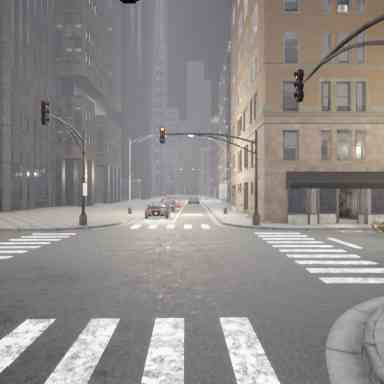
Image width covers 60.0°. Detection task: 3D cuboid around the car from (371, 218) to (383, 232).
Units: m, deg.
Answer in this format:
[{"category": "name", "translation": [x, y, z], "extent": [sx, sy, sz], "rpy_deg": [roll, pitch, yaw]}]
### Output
[{"category": "car", "translation": [12.186, 1.519, 17.717], "extent": [4.829, 1.417, 1.752], "rpy_deg": [0, 0, -1]}]

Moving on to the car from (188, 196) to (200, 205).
[{"category": "car", "translation": [0.340, 1.569, 59.943], "extent": [1.994, 1.385, 4.181], "rpy_deg": [0, 0, 0]}]

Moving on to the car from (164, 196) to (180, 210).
[{"category": "car", "translation": [-2.932, 1.505, 39.268], "extent": [2.128, 1.511, 4.902], "rpy_deg": [0, 0, 0]}]

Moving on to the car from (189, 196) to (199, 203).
[{"category": "car", "translation": [0.376, 1.545, 69.892], "extent": [1.994, 1.385, 4.181], "rpy_deg": [0, 0, 0]}]

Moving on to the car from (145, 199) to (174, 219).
[{"category": "car", "translation": [-2.978, 1.573, 29.414], "extent": [1.994, 1.385, 4.181], "rpy_deg": [0, 0, 0]}]

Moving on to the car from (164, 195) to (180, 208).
[{"category": "car", "translation": [-2.886, 1.368, 49.167], "extent": [2.097, 1.767, 4.553], "rpy_deg": [0, 0, 0]}]
